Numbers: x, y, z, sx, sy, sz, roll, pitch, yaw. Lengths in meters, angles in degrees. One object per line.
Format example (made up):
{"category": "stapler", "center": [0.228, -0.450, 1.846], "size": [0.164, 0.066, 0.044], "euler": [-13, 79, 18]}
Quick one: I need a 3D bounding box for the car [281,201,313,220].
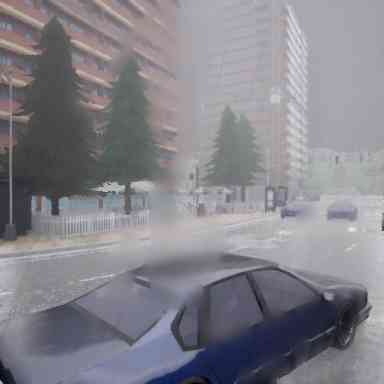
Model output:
{"category": "car", "center": [8.957, 1.474, 28.196], "size": [1.882, 1.535, 5.008], "euler": [0, 0, 30]}

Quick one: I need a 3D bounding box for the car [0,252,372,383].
{"category": "car", "center": [0.370, 1.547, 4.290], "size": [5.357, 1.411, 2.033], "euler": [0, 0, -41]}

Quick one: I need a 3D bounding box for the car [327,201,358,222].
{"category": "car", "center": [11.994, 1.474, 26.456], "size": [1.882, 1.535, 5.008], "euler": [0, 0, 30]}

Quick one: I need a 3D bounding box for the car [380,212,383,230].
{"category": "car", "center": [12.610, 1.544, 20.249], "size": [2.033, 1.411, 5.357], "euler": [0, 0, 30]}
